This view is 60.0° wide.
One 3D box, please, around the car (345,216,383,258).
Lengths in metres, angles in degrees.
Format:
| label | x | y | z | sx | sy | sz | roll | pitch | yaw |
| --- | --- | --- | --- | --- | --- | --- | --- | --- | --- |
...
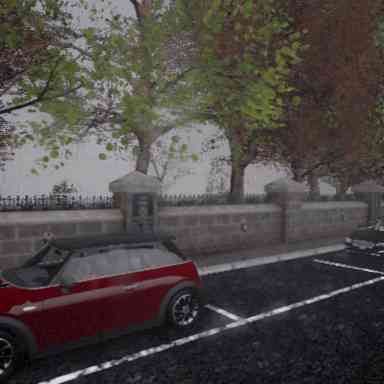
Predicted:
| label | x | y | z | sx | sy | sz | roll | pitch | yaw |
| --- | --- | --- | --- | --- | --- | --- | --- | --- | --- |
| car | 7.141 | 1.526 | 11.741 | 4.403 | 1.369 | 2.008 | 0 | 0 | -35 |

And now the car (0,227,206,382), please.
| label | x | y | z | sx | sy | sz | roll | pitch | yaw |
| --- | --- | --- | --- | --- | --- | --- | --- | --- | --- |
| car | -1.832 | 1.437 | 5.249 | 4.097 | 1.590 | 1.967 | 0 | 0 | -35 |
